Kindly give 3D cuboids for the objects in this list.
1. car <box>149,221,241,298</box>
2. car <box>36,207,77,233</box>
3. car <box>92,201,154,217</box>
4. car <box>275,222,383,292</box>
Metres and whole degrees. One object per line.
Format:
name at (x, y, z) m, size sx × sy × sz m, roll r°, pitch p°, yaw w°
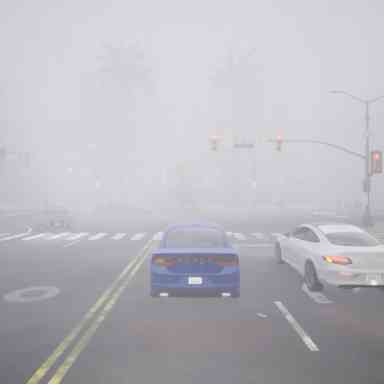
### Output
car at (0.071, 1.478, 8.589) m, size 1.882 × 1.535 × 5.008 m, roll 0°, pitch 0°, yaw 0°
car at (-8.021, 1.564, 19.683) m, size 1.994 × 1.385 × 4.181 m, roll 0°, pitch 0°, yaw -24°
car at (-6.255, 1.547, 30.392) m, size 5.357 × 1.411 × 2.033 m, roll 0°, pitch 0°, yaw 0°
car at (3.572, 1.526, 8.837) m, size 1.812 × 1.442 × 4.674 m, roll 0°, pitch 0°, yaw 0°
